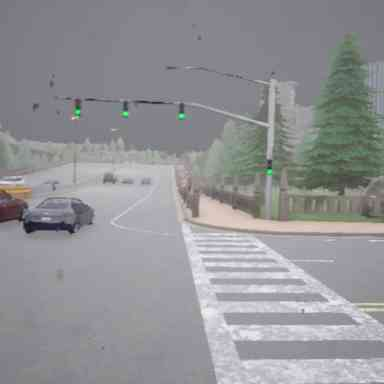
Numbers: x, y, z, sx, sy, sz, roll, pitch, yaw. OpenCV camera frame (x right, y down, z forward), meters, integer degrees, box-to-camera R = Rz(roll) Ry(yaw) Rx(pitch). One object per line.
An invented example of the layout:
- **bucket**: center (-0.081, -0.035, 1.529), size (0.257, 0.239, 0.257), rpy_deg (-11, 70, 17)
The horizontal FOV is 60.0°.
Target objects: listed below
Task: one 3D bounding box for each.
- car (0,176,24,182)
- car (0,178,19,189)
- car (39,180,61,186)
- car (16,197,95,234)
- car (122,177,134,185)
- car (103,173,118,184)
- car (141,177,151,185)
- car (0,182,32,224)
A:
- **car**: center (-25.264, -1.123, 46.303), size (2.150, 2.045, 5.566), rpy_deg (1, 4, -4)
- **car**: center (-29.169, -1.392, 52.196), size (1.837, 1.490, 4.892), rpy_deg (1, 5, -4)
- **car**: center (-22.154, -1.148, 52.155), size (2.033, 1.411, 5.357), rpy_deg (1, 5, -4)
- **car**: center (-5.616, 0.911, 14.548), size (1.994, 1.385, 4.181), rpy_deg (1, 2, -4)
- **car**: center (-12.498, -2.249, 65.285), size (1.895, 1.301, 4.718), rpy_deg (1, 8, -4)
- **car**: center (-15.998, -2.746, 65.309), size (2.150, 2.045, 5.566), rpy_deg (1, 8, -4)
- **car**: center (-9.011, -2.234, 65.592), size (2.033, 1.411, 5.357), rpy_deg (1, 8, -4)
- **car**: center (-9.139, 0.600, 14.912), size (2.097, 1.767, 4.553), rpy_deg (1, 2, -4)
